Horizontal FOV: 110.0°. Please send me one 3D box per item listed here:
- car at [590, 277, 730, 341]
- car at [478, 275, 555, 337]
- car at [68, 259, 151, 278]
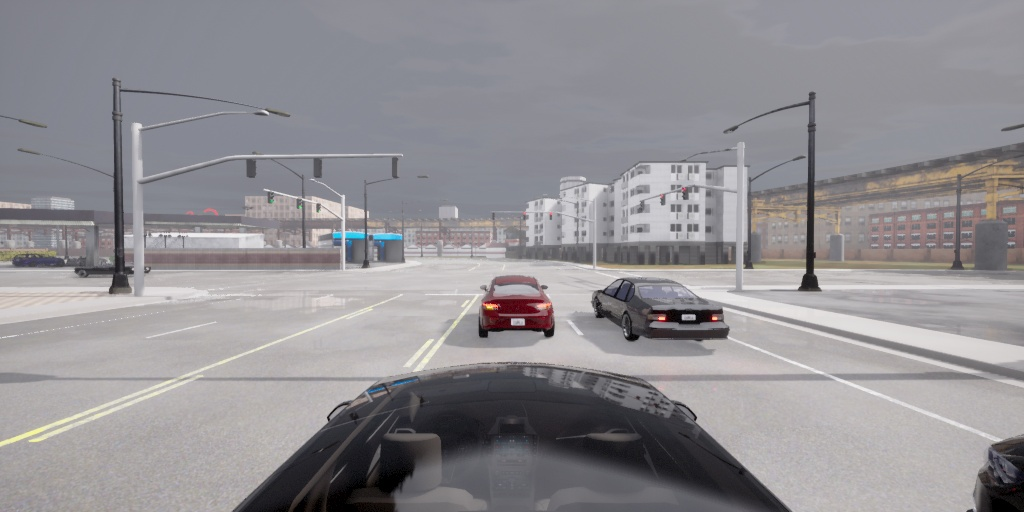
[{"bbox_3d":[3.582,1.282,9.790,2.033,1.411,5.357,0,0,0],"label":"car"},{"bbox_3d":[0.071,1.256,10.074,1.812,1.442,4.674,0,0,-1],"label":"car"},{"bbox_3d":[-33.703,1.135,30.268,4.718,1.301,1.895,0,1,-1],"label":"car"}]
